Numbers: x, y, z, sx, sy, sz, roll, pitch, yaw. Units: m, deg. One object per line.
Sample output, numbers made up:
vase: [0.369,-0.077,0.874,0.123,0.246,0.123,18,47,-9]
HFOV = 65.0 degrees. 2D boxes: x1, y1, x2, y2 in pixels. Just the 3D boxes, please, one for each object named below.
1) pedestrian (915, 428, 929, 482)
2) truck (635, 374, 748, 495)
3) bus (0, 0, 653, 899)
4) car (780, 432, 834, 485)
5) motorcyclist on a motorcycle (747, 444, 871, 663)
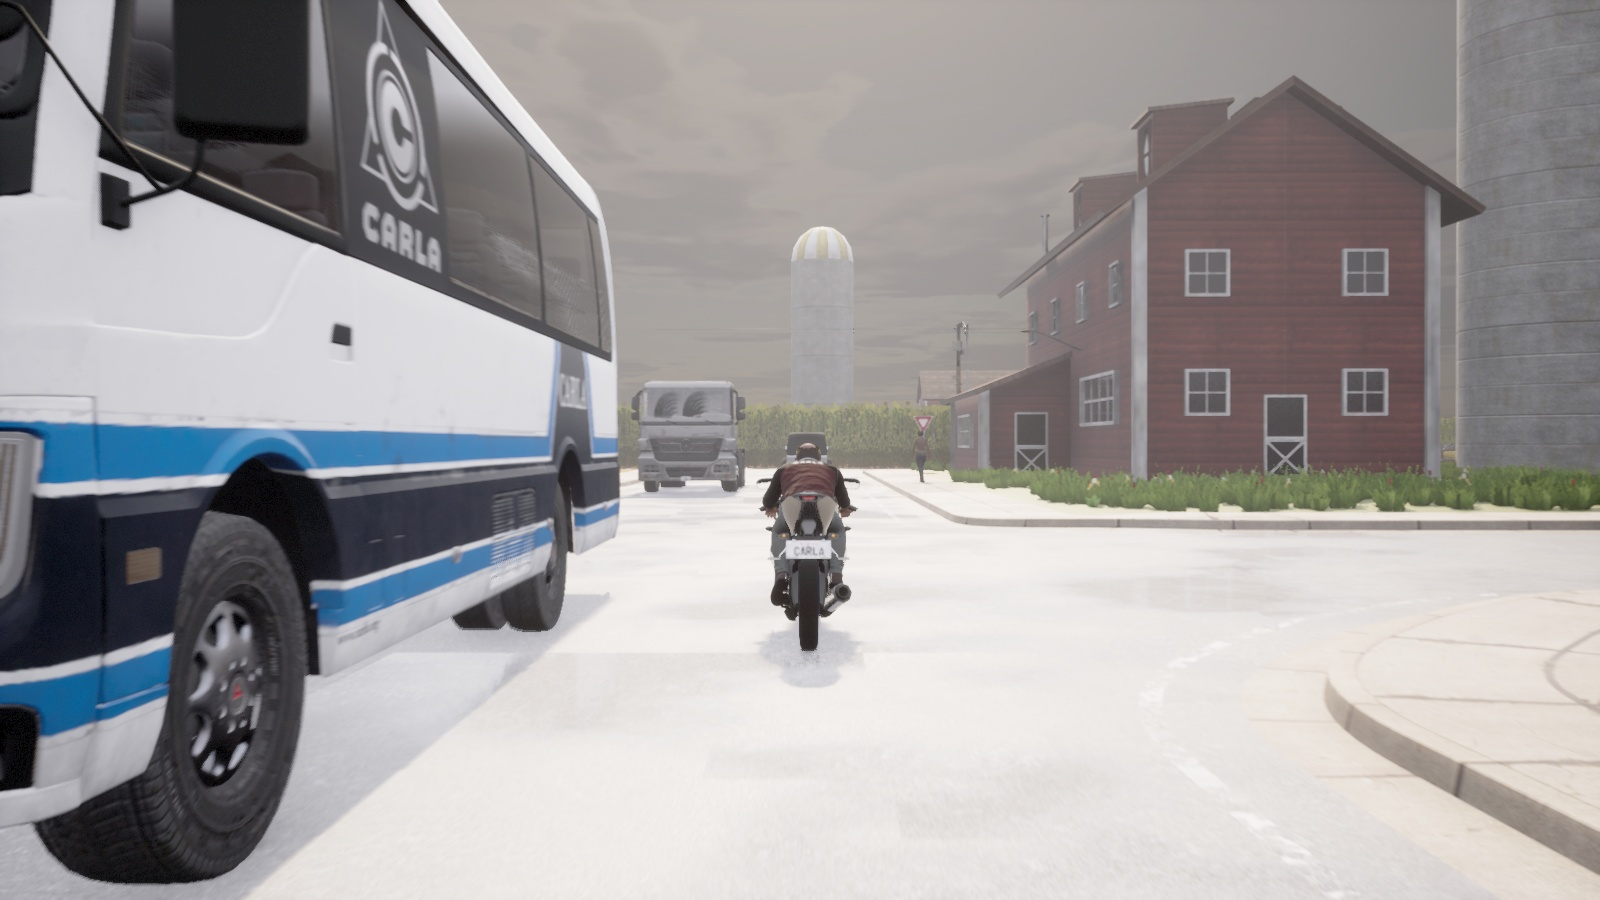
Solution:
pedestrian: [4.100,0.174,42.216,0.328,1.805,0.869,0,0,-2]
truck: [-3.274,-0.464,40.077,2.891,3.462,7.936,0,0,0]
bus: [-3.446,-0.675,7.213,3.944,4.253,10.273,0,0,0]
car: [0.259,0.279,46.666,1.905,1.878,3.866,0,0,0]
motorcyclist on a motorcycle: [0.067,0.720,9.894,0.866,1.530,2.191,0,0,0]
